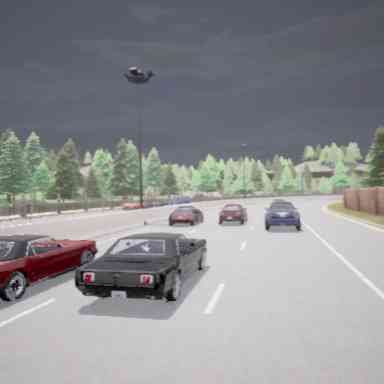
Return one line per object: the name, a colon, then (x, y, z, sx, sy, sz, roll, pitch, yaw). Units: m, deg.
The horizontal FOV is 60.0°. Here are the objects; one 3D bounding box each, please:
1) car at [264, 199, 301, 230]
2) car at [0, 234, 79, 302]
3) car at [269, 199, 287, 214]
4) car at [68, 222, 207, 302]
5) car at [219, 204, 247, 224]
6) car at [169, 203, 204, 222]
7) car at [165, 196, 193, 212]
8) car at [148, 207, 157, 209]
car: (5.790, 1.404, 21.544, 2.097, 1.767, 4.553, -1, -1, 13)
car: (-4.422, 1.774, 8.837, 1.895, 1.301, 4.718, -1, 0, 13)
car: (9.926, 1.605, 38.240, 1.837, 1.490, 4.892, -1, -1, 15)
car: (-0.892, 1.693, 8.556, 1.895, 1.301, 4.718, -1, 0, 13)
car: (3.214, 1.671, 25.808, 1.812, 1.442, 4.674, -1, 0, 14)
car: (-0.382, 1.788, 25.819, 1.994, 1.385, 4.181, -1, 0, 13)
car: (-1.823, 1.669, 48.244, 2.150, 2.045, 5.566, -1, -1, 19)
car: (-5.044, 2.074, 49.616, 2.033, 1.411, 5.357, -1, -1, 19)
